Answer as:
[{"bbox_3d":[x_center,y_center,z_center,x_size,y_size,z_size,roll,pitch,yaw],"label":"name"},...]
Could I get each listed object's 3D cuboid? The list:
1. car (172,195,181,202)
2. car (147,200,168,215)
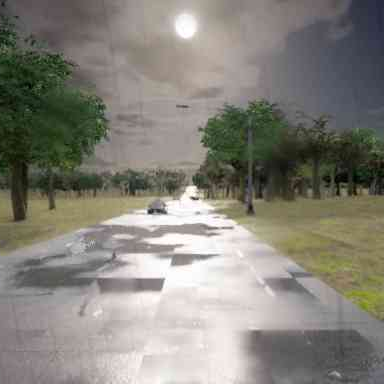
[{"bbox_3d":[-3.502,1.467,75.868,1.837,1.490,4.892,0,0,0],"label":"car"},{"bbox_3d":[-3.597,1.610,35.451,2.033,1.411,5.357,0,0,0],"label":"car"}]
